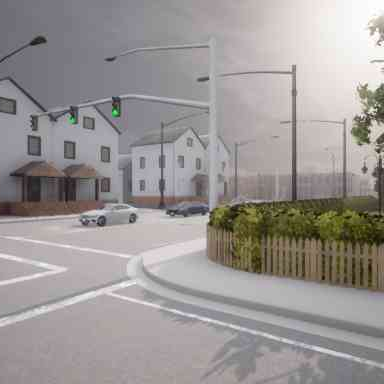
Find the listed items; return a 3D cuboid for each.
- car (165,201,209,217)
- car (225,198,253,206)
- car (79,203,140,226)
[{"bbox_3d":[-0.210,1.547,31.400,2.033,1.411,5.357,0,0,35],"label":"car"},{"bbox_3d":[5.668,1.491,39.888,2.128,1.511,4.902,0,0,35],"label":"car"},{"bbox_3d":[-5.699,1.526,23.451,1.812,1.442,4.674,0,0,35],"label":"car"}]
